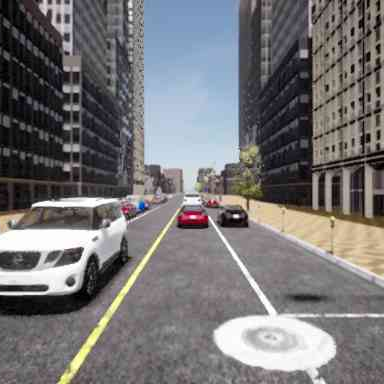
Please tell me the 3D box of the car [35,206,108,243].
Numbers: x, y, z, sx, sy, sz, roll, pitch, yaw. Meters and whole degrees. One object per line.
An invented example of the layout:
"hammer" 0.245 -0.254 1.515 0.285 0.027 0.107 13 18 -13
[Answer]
"car" -5.715 1.494 16.464 2.008 1.369 4.403 0 0 0

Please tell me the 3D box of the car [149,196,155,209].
"car" -5.753 1.444 39.234 1.802 1.307 4.206 0 0 0

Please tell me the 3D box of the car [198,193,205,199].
"car" 2.543 1.098 90.460 1.967 1.590 4.097 0 0 0

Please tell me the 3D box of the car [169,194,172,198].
"car" -5.800 1.316 67.694 1.947 1.339 4.313 0 0 0

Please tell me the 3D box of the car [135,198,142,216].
"car" -5.734 1.448 27.849 1.887 1.381 4.507 0 0 0

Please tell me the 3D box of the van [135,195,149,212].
"van" -5.742 1.224 33.541 1.690 1.788 3.998 0 0 0

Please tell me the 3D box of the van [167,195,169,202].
"van" -5.789 1.114 62.001 1.690 1.788 3.998 0 0 0

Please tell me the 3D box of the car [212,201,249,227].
"car" 2.656 1.490 22.158 1.947 1.339 4.313 0 0 0

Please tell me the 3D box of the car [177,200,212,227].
"car" 0.062 1.488 22.257 1.994 1.385 4.181 0 0 0

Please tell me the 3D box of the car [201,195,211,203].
"car" 2.590 1.298 62.171 1.752 1.417 4.829 0 0 0

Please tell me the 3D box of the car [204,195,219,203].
"car" 2.619 1.281 44.924 1.967 1.590 4.097 0 0 0

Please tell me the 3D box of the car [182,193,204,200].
"car" 0.032 1.082 40.169 2.150 2.045 5.566 0 1 0

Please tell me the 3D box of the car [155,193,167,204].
"car" -5.781 1.236 56.309 1.967 1.590 4.097 0 0 0

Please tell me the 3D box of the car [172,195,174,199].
"car" -5.837 1.184 90.292 1.752 1.417 4.829 0 0 0

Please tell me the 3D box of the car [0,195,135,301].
"car" -3.111 1.192 8.597 2.150 2.045 5.566 0 0 0

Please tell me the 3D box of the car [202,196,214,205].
"car" 2.599 1.378 56.309 1.802 1.307 4.206 0 0 0
